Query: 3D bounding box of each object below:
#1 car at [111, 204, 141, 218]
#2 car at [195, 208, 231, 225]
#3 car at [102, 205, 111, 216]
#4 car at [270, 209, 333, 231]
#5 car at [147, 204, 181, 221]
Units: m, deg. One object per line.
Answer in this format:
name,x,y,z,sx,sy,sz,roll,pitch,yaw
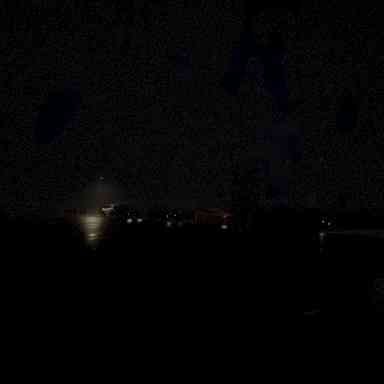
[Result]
car,-9.808,2.903,50.341,2.150,2.045,5.566,1,-3,-35
car,2.307,2.382,33.236,1.882,1.535,5.008,1,-3,-36
car,-15.004,3.440,62.631,2.150,2.045,5.566,1,-3,-36
car,8.117,2.044,25.035,1.837,1.490,4.892,1,-3,-35
car,-3.579,2.501,41.510,2.150,2.045,5.566,1,-3,-35
